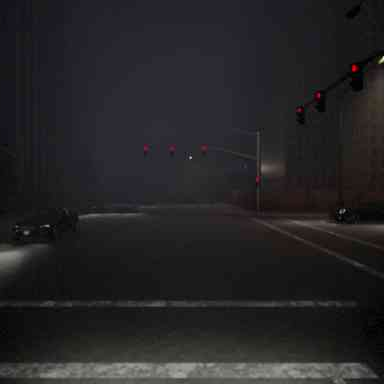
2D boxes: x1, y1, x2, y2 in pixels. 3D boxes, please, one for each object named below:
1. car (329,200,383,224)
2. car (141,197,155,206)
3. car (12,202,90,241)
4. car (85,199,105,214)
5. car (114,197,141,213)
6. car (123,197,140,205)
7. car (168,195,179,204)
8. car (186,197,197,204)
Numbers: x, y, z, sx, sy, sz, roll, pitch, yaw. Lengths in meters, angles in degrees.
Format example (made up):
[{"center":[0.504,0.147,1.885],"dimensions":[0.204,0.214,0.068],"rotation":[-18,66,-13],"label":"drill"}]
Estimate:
[{"center":[12.386,1.352,24.004],"dimensions":[4.553,1.767,2.097],"rotation":[0,0,0],"label":"car"},{"center":[-7.139,1.524,53.938],"dimensions":[1.812,1.442,4.674],"rotation":[0,0,0],"label":"car"},{"center":[-7.119,1.491,16.758],"dimensions":[2.128,1.511,4.902],"rotation":[0,0,0],"label":"car"},{"center":[-10.634,1.525,35.432],"dimensions":[1.812,1.442,4.674],"rotation":[0,0,0],"label":"car"},{"center":[-7.138,1.525,36.481],"dimensions":[1.812,1.442,4.674],"rotation":[0,0,0],"label":"car"},{"center":[-10.624,1.546,59.016],"dimensions":[2.033,1.411,5.357],"rotation":[0,0,0],"label":"car"},{"center":[-3.574,1.351,65.040],"dimensions":[2.097,1.767,4.553],"rotation":[0,0,0],"label":"car"},{"center":[-0.074,1.563,65.074],"dimensions":[1.994,1.385,4.181],"rotation":[0,0,0],"label":"car"}]
